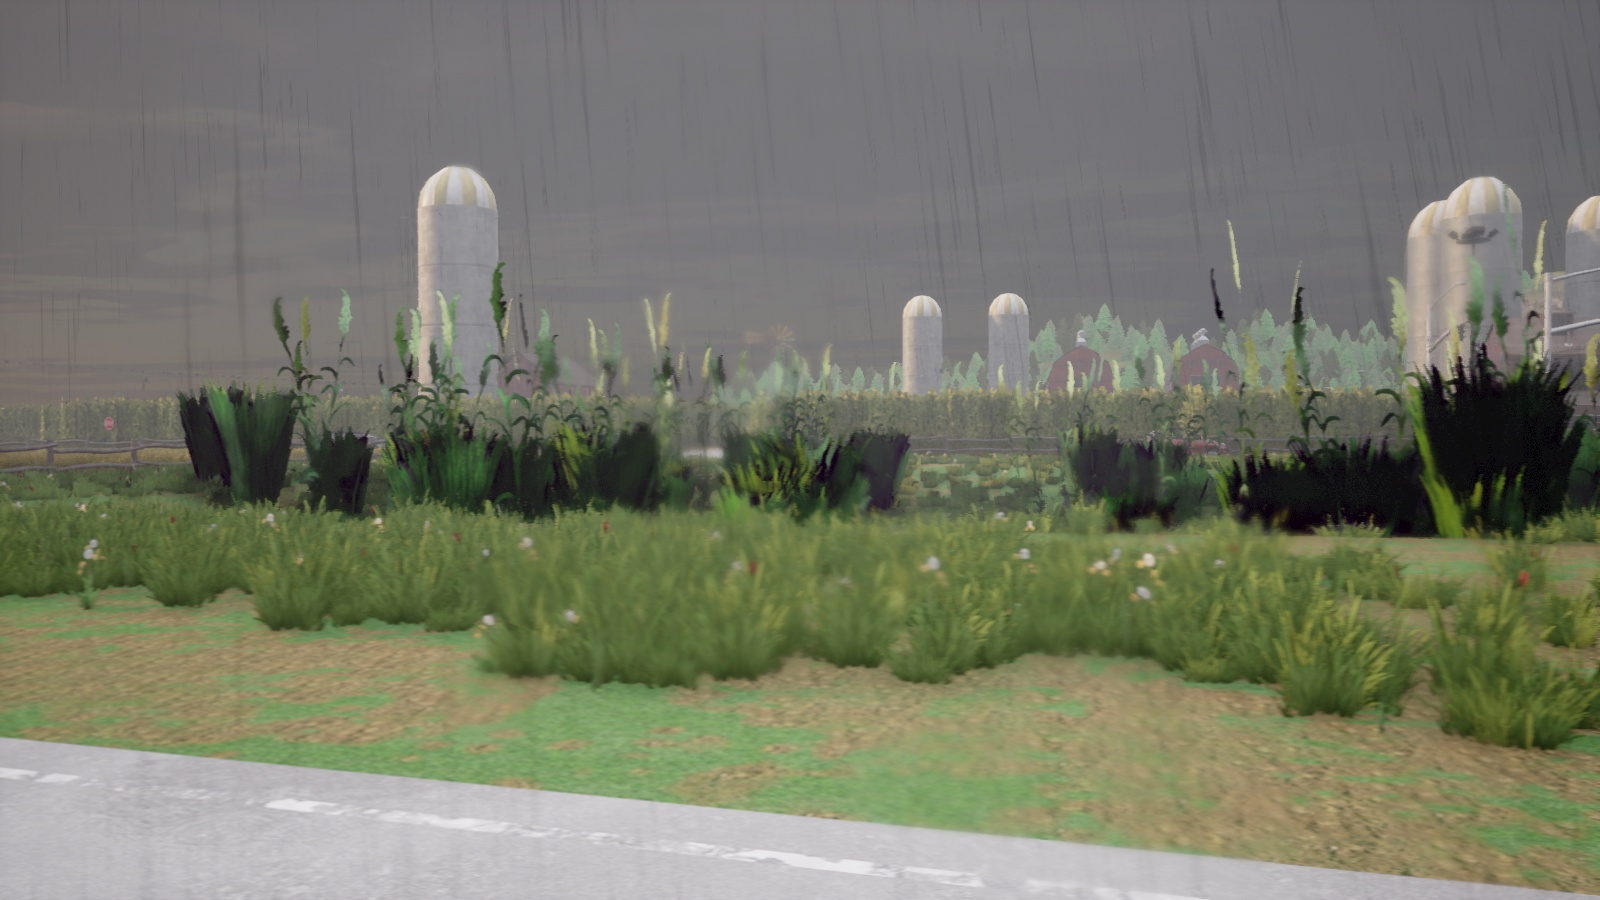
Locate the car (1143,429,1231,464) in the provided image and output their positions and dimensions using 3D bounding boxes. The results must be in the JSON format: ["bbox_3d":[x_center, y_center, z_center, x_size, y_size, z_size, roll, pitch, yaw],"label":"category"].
[{"bbox_3d":[18.835,-0.188,61.292,3.988,1.617,1.851,0,1,13],"label":"car"}]

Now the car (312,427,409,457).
[{"bbox_3d":[-24.920,-0.474,71.224,4.856,1.649,2.033,0,1,13],"label":"car"}]
